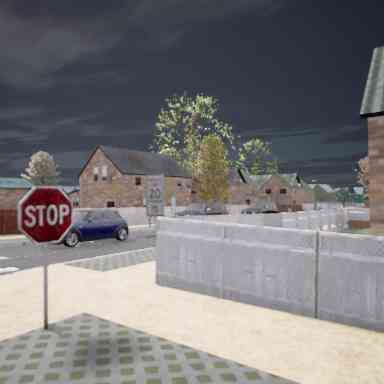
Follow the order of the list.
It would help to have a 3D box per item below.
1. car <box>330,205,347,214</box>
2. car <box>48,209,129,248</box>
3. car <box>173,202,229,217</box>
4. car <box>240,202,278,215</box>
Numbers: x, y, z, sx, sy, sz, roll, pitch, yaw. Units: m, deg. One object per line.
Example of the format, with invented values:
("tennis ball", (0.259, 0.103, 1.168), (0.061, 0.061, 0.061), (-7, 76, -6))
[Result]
("car", (22.675, 2.775, 51.210), (1.882, 1.535, 5.008), (-1, -2, 35))
("car", (-5.424, 1.695, 16.881), (2.097, 1.767, 4.553), (-1, -2, 37))
("car", (0.787, 1.805, 25.531), (2.150, 2.045, 5.566), (-1, -2, 35))
("car", (7.039, 2.050, 34.306), (2.150, 2.045, 5.566), (-1, -2, 36))
